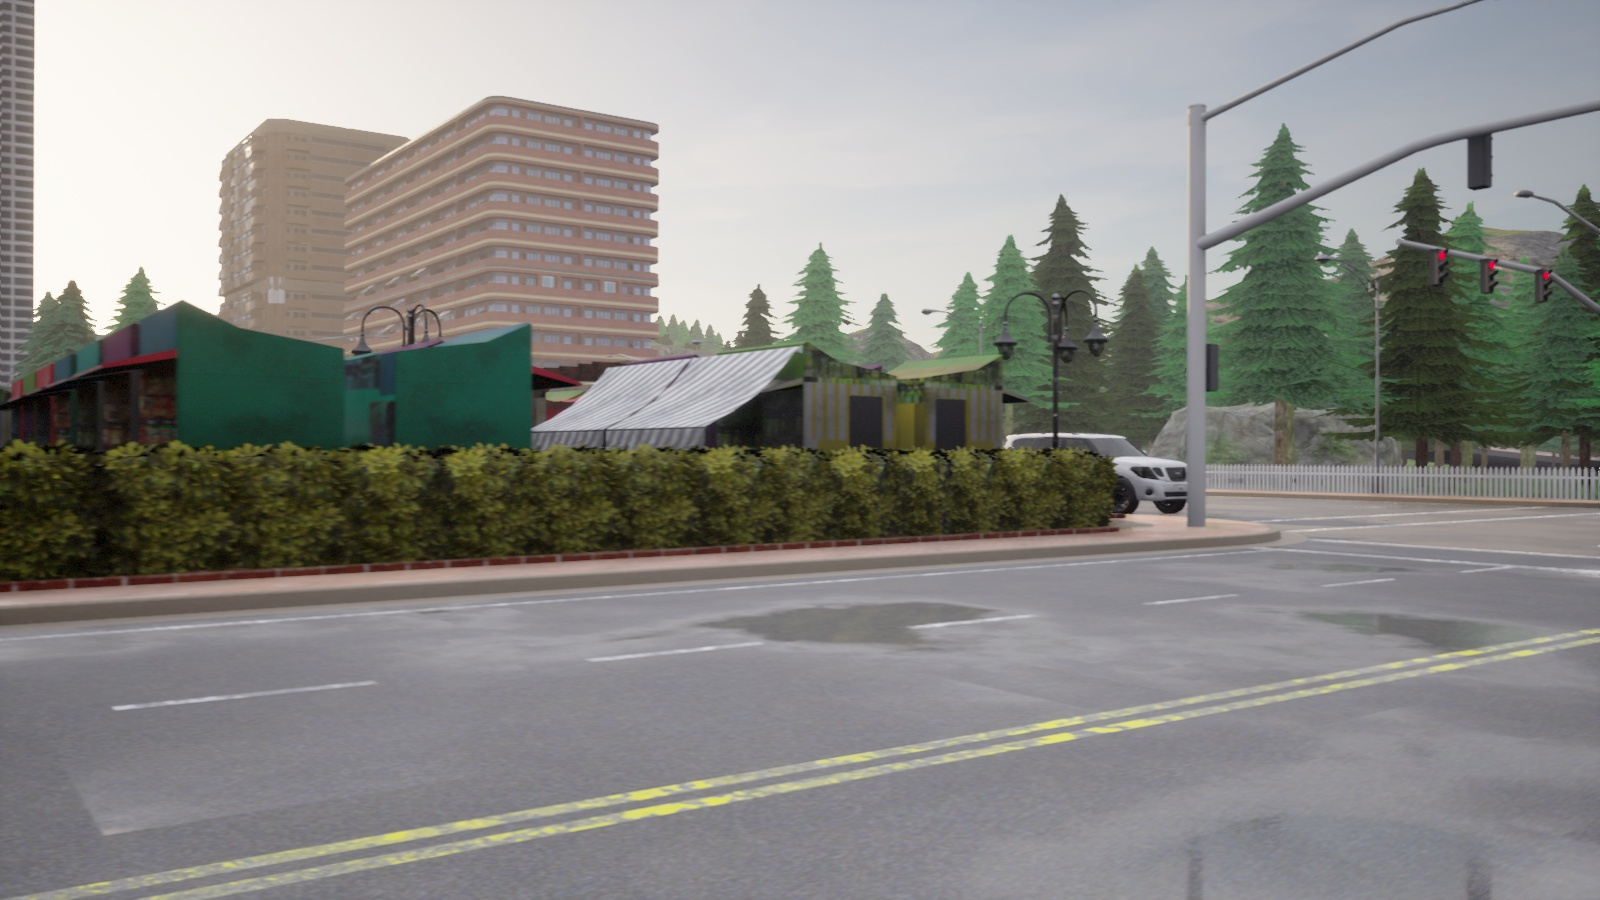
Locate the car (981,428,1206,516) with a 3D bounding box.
[{"bbox_3d":[7.373,0.527,32.169,2.150,2.045,5.566,0,0,-36],"label":"car"}]
